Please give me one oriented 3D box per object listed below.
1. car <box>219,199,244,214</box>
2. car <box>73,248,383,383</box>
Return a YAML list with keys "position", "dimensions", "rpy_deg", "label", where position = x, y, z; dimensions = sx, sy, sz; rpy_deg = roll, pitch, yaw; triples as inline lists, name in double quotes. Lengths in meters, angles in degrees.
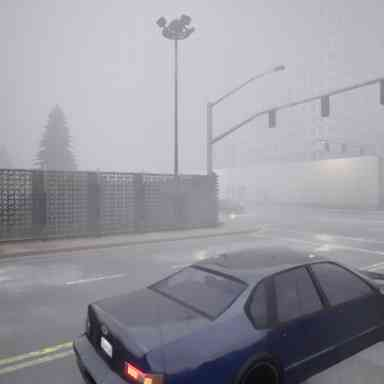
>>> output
- position: [3.355, 1.461, 34.713]
  dimensions: [1.812, 1.442, 4.674]
  rpy_deg: [0, 0, -35]
  label: "car"
- position: [1.228, 1.546, 4.674]
  dimensions: [5.357, 1.411, 2.033]
  rpy_deg: [0, 0, -35]
  label: "car"
